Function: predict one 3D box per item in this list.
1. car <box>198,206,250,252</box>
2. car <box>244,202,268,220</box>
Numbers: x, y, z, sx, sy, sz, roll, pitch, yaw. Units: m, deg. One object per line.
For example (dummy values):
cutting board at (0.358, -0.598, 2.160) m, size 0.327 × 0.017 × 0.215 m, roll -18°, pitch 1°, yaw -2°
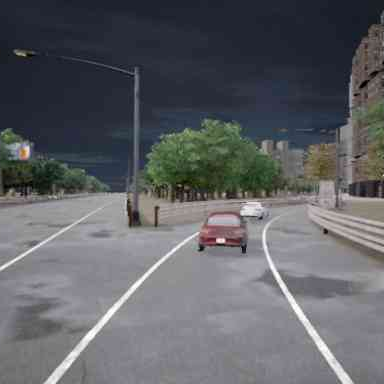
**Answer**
car at (1.403, 1.539, 13.926) m, size 1.812 × 1.442 × 4.674 m, roll 0°, pitch 0°, yaw 10°
car at (5.400, 1.565, 28.647) m, size 1.812 × 1.442 × 4.674 m, roll 0°, pitch 0°, yaw 20°
